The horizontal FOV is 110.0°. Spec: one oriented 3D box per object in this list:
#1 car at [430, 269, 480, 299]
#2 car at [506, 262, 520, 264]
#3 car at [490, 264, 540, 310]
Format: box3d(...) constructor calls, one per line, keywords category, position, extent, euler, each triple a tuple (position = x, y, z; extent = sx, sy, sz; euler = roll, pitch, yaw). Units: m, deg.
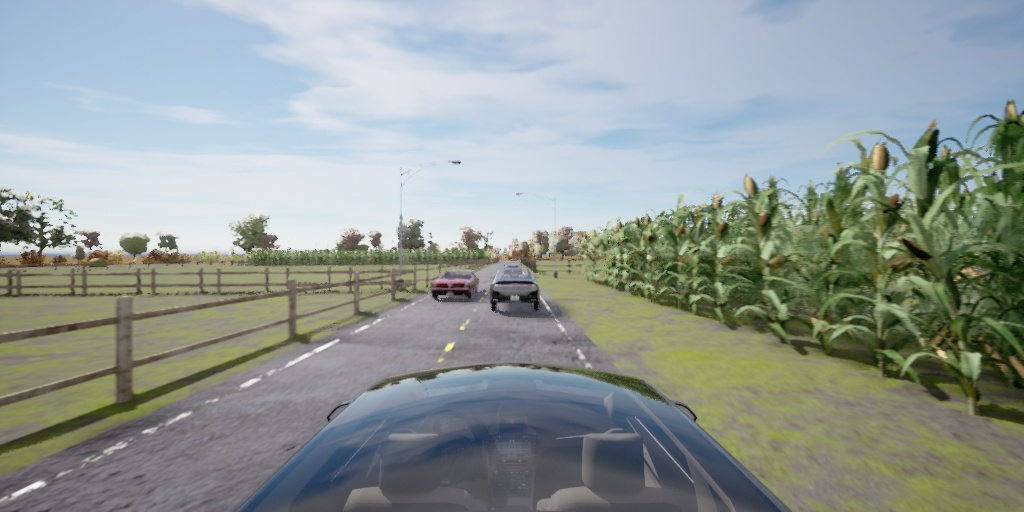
box3d(category="car", position=(-2.748, 1.357, 18.104), extent=(1.895, 1.301, 4.718), euler=(0, 0, 0))
box3d(category="car", position=(0.107, 1.289, 36.814), extent=(1.812, 1.442, 4.674), euler=(0, 0, 0))
box3d(category="car", position=(0.103, 1.246, 14.783), extent=(2.128, 1.511, 4.902), euler=(0, 0, 0))
